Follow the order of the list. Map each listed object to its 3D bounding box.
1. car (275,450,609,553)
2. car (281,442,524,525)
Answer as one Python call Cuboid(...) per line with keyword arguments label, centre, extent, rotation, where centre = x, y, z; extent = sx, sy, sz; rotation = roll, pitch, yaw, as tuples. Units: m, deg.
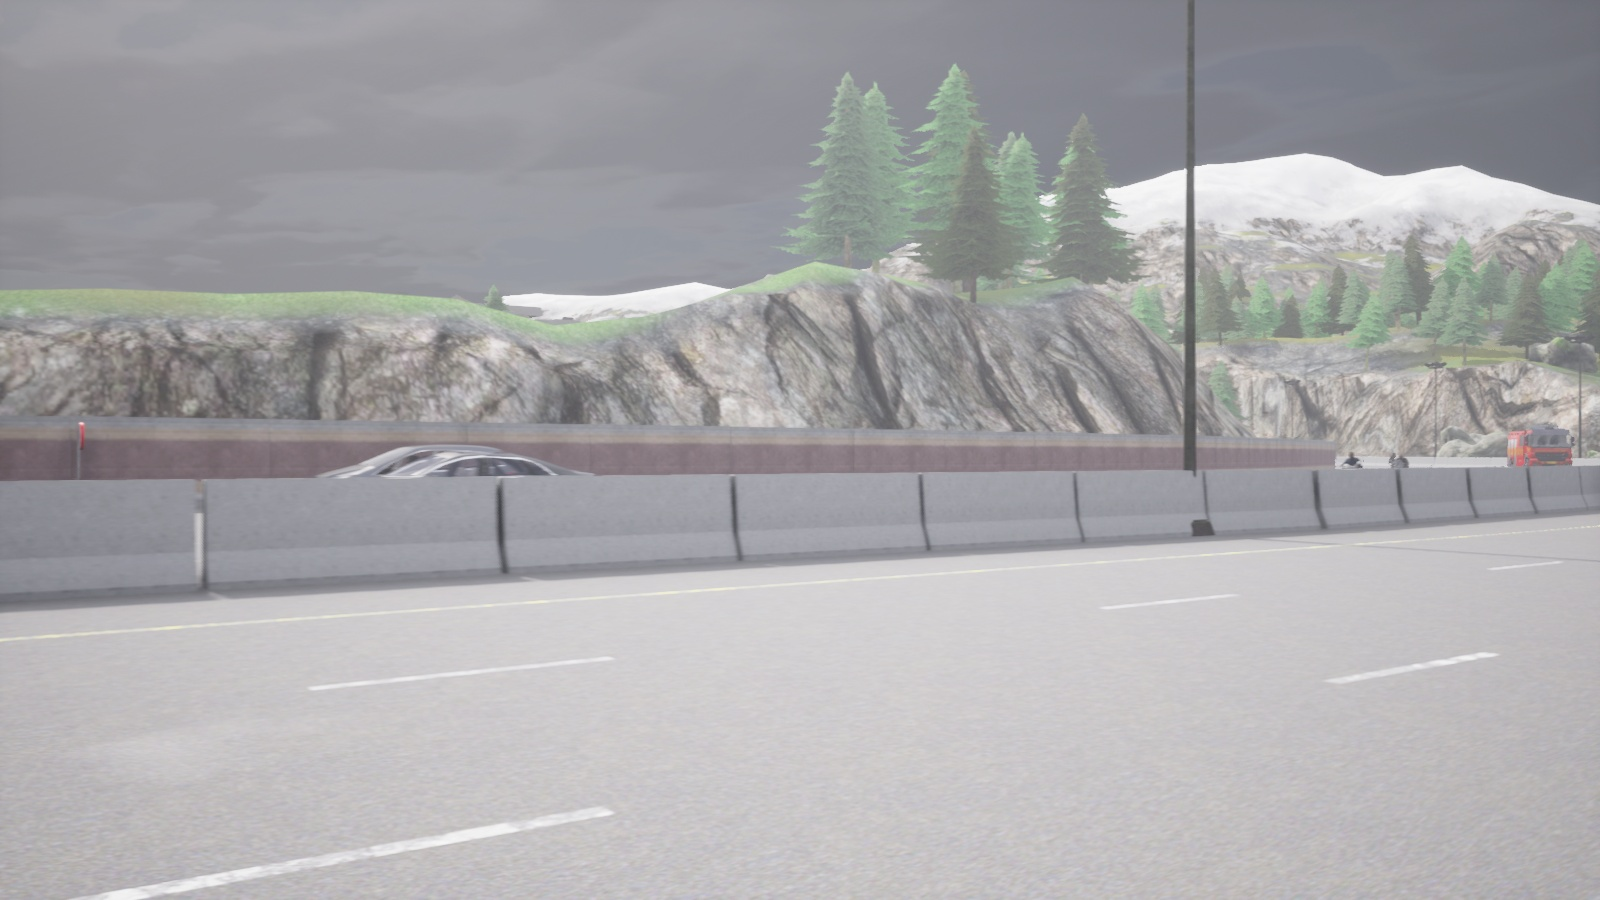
Cuboid(label="car", centre=(-5.886, 0.764, 20.883), extent=(4.902, 1.511, 2.128), rotation=(0, 0, -35))
Cuboid(label="car", centre=(-8.657, 0.674, 27.483), extent=(4.611, 1.667, 2.242), rotation=(0, 0, -35))
